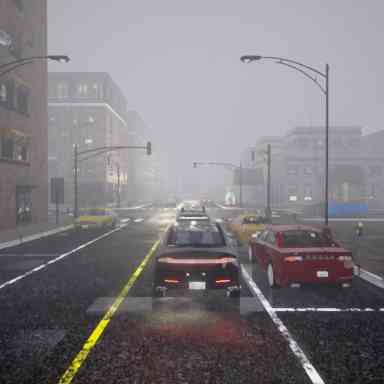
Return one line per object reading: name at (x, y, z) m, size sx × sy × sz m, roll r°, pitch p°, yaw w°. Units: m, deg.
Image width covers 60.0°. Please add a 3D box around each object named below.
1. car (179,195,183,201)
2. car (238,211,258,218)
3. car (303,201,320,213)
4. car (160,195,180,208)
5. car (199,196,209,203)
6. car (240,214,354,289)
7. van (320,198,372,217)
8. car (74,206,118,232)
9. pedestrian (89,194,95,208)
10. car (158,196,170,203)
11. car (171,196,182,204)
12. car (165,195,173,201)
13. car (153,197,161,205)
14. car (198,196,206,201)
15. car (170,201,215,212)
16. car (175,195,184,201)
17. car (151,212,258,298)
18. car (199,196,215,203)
car at (-3.202, 1.599, 59.016) m, size 1.994 × 1.385 × 4.181 m, roll 0°, pitch 0°, yaw 0°
car at (2.653, 1.527, 14.897) m, size 1.752 × 1.417 × 4.829 m, roll 0°, pitch 0°, yaw 0°
car at (14.585, 1.599, 37.005) m, size 4.181 × 1.385 × 1.994 m, roll 0°, pitch 0°, yaw -1°
car at (-3.088, 1.568, 47.927) m, size 2.033 × 1.411 × 5.357 m, roll 0°, pitch 0°, yaw -3°
car at (2.535, 1.601, 69.986) m, size 2.008 × 1.369 × 4.403 m, roll 0°, pitch 0°, yaw 0°
car at (2.666, 1.545, 9.030) m, size 1.887 × 1.381 × 4.507 m, roll 0°, pitch 0°, yaw 0°
van at (14.591, 1.416, 31.215) m, size 3.998 × 1.788 × 1.690 m, roll 0°, pitch 0°, yaw -1°
car at (-5.739, 1.529, 20.240) m, size 1.752 × 1.417 × 4.829 m, roll 0°, pitch 0°, yaw 0°
pedestrian at (-12.721, 1.083, 42.276) m, size 0.375 × 1.860 × 0.375 m, roll 0°, pitch 0°, yaw -1°
car at (-5.845, 1.600, 69.956) m, size 2.008 × 1.369 × 4.403 m, roll 0°, pitch 0°, yaw 0°
car at (-3.148, 1.574, 69.583) m, size 2.128 × 1.511 × 4.902 m, roll 0°, pitch 0°, yaw 0°
car at (-5.882, 1.604, 86.875) m, size 1.752 × 1.417 × 4.829 m, roll 0°, pitch 0°, yaw 0°
car at (-5.821, 1.584, 58.562) m, size 2.008 × 1.369 × 4.403 m, roll 0°, pitch 0°, yaw 0°
car at (2.499, 1.629, 87.076) m, size 2.008 × 1.369 × 4.403 m, roll -1°, pitch 0°, yaw 0°
car at (0.061, 1.494, 18.855) m, size 2.128 × 1.511 × 4.902 m, roll 0°, pitch 0°, yaw 0°
car at (-3.178, 1.537, 83.202) m, size 2.128 × 1.511 × 4.902 m, roll 0°, pitch 0°, yaw 0°
car at (0.084, 1.491, 8.486) m, size 2.128 × 1.511 × 4.902 m, roll 0°, pitch 0°, yaw 0°
car at (2.571, 1.466, 52.895) m, size 1.967 × 1.590 × 4.097 m, roll 0°, pitch 0°, yaw 0°
